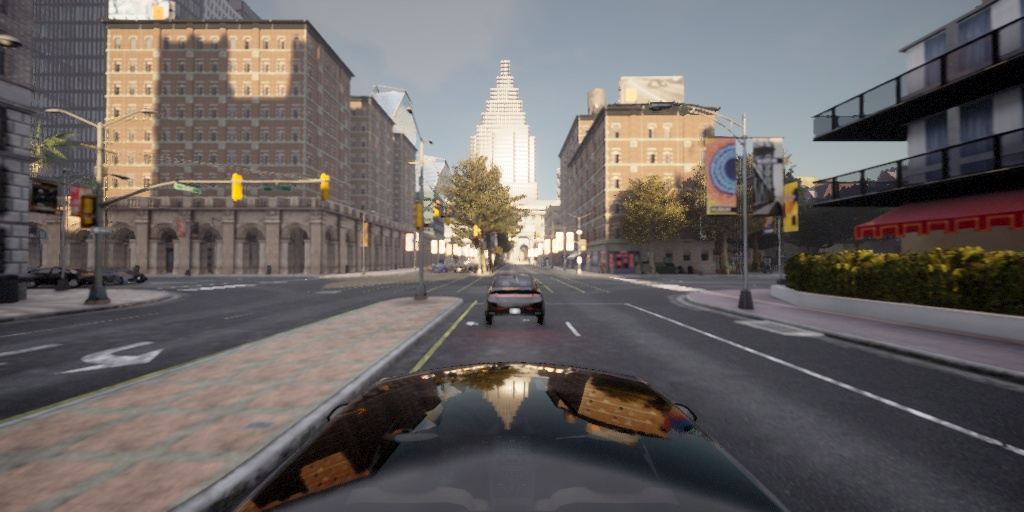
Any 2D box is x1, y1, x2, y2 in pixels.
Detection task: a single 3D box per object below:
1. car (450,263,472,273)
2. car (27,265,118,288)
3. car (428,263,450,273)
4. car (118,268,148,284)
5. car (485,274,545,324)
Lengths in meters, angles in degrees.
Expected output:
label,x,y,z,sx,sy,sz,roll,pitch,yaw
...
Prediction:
label,x,y,z,sx,sy,sz,roll,pitch,yaw
car,-8.078,1.967,57.307,2.128,1.511,4.902,0,-1,0
car,-33.358,1.556,26.905,5.008,1.535,1.882,0,-1,0
car,-11.575,1.959,57.720,1.882,1.535,5.008,0,-1,0
car,-33.647,1.688,30.396,4.181,1.385,1.994,0,-1,-1
car,0.090,1.385,12.654,2.128,1.511,4.902,0,-1,0
